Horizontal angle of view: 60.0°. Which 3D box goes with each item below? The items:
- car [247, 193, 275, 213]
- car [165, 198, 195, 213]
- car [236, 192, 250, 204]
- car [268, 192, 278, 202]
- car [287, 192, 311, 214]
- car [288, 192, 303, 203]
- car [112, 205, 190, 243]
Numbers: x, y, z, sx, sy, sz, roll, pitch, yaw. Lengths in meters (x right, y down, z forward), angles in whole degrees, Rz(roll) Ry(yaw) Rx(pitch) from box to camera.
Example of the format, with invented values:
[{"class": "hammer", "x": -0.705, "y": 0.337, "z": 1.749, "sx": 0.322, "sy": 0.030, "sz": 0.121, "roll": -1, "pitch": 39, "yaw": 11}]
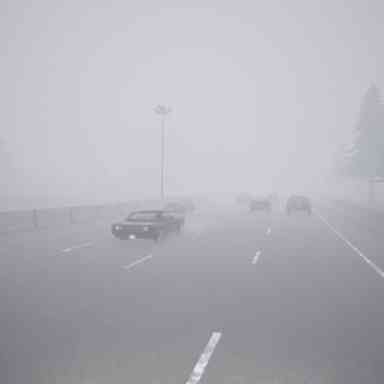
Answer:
[{"class": "car", "x": 6.966, "y": 1.184, "z": 33.313, "sx": 1.882, "sy": 1.535, "sz": 5.008, "roll": 0, "pitch": 1, "yaw": 16}, {"class": "car", "x": -1.142, "y": 1.297, "z": 30.572, "sx": 1.812, "sy": 1.442, "sz": 4.674, "roll": 0, "pitch": 1, "yaw": 16}, {"class": "car", "x": 7.654, "y": 0.776, "z": 48.006, "sx": 2.097, "sy": 1.767, "sz": 4.553, "roll": 0, "pitch": 1, "yaw": 16}, {"class": "car", "x": 12.729, "y": 0.772, "z": 52.832, "sx": 2.128, "sy": 1.511, "sz": 4.902, "roll": 0, "pitch": 1, "yaw": 16}, {"class": "car", "x": 10.043, "y": 1.081, "z": 31.373, "sx": 2.097, "sy": 1.767, "sz": 4.553, "roll": 0, "pitch": 1, "yaw": 16}, {"class": "car", "x": 16.115, "y": 0.775, "z": 51.942, "sx": 2.128, "sy": 1.511, "sz": 4.902, "roll": 0, "pitch": 1, "yaw": 16}, {"class": "car", "x": -1.834, "y": 1.531, "z": 15.868, "sx": 1.895, "sy": 1.301, "sz": 4.718, "roll": 0, "pitch": 0, "yaw": 16}]
